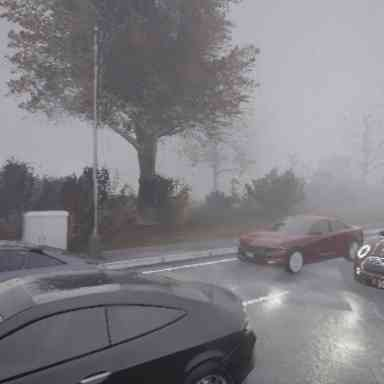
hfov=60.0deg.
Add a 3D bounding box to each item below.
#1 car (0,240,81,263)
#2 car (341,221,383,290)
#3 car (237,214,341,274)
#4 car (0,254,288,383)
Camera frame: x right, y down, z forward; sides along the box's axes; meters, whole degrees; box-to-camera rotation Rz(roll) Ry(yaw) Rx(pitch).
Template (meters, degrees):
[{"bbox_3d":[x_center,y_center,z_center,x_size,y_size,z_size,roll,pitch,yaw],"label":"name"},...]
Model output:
[{"bbox_3d":[-3.652,1.566,5.691,4.181,1.385,1.994,1,0,-36],"label":"car"},{"bbox_3d":[6.050,1.407,8.327,4.553,1.767,2.097,0,0,-36],"label":"car"},{"bbox_3d":[3.681,1.531,10.933,5.008,1.535,1.882,0,0,-36],"label":"car"},{"bbox_3d":[-1.426,1.529,2.979,4.674,1.442,1.812,1,0,-35],"label":"car"}]
